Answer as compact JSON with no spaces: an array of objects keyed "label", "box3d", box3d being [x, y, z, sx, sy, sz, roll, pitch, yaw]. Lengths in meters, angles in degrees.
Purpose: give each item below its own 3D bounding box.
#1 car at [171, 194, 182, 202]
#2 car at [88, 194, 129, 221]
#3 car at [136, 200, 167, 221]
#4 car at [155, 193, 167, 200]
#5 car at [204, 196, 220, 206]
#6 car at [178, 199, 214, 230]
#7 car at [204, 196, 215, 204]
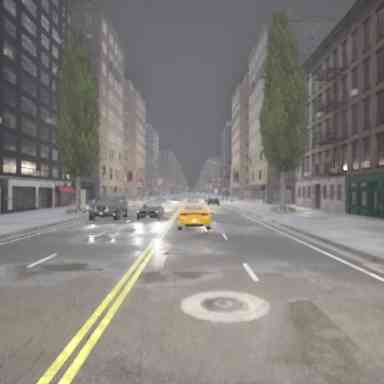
[{"label":"car","box3d":[-3.136,1.148,68.518,2.097,1.767,4.553,0,0,0]},{"label":"car","box3d":[-6.556,1.181,26.731,2.150,2.045,5.566,0,0,0]},{"label":"car","box3d":[-3.307,1.564,26.979,1.895,1.301,4.718,0,0,0]},{"label":"car","box3d":[-6.387,1.178,68.109,2.097,1.767,4.553,0,0,0]},{"label":"car","box3d":[3.440,1.414,54.485,1.882,1.535,5.008,0,-1,0]},{"label":"car","box3d":[0.135,1.453,21.172,1.882,1.535,5.008,0,0,0]},{"label":"car","box3d":[3.358,1.467,64.888,2.033,1.411,5.357,0,0,0]}]
